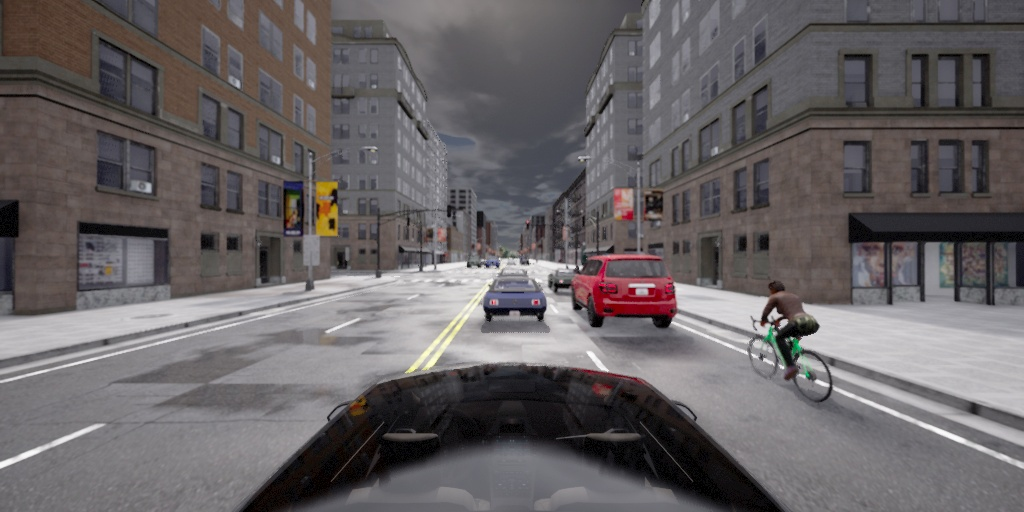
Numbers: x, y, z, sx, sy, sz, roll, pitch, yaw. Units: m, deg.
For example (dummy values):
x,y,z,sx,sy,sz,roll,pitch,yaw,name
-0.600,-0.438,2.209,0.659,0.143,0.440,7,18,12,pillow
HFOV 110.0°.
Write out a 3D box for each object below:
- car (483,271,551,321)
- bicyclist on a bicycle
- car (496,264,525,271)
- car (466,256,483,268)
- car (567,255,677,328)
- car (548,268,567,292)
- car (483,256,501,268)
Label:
x,y,z,sx,sy,sz,roll,pitch,yaw,name
0.082,1.371,12.552,1.895,1.301,4.718,0,0,0,car
4.140,1.210,5.454,0.582,1.620,1.656,0,0,0,bicyclist on a bicycle
0.063,1.392,22.628,1.895,1.301,4.718,0,0,0,car
-6.658,1.097,63.057,2.150,2.045,5.566,0,0,0,car
3.308,0.990,11.616,2.150,2.045,5.566,0,0,1,car
3.216,1.389,21.384,1.895,1.301,4.718,0,0,0,car
-3.408,1.098,63.062,2.150,2.045,5.566,0,0,0,car
